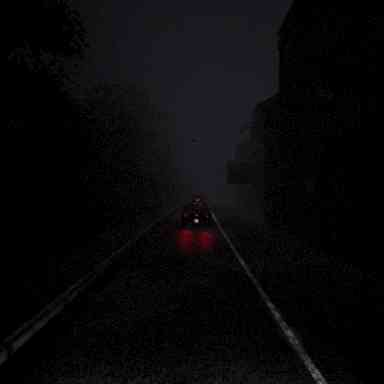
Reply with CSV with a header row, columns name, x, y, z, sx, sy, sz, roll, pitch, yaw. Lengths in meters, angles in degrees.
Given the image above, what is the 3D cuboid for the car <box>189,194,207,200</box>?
name,x,y,z,sx,sy,sz,roll,pitch,yaw
car,0.713,1.004,40.904,2.097,1.767,4.553,0,0,1

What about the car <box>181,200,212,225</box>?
name,x,y,z,sx,sy,sz,roll,pitch,yaw
car,0.306,1.413,22.121,1.895,1.301,4.718,0,1,1
